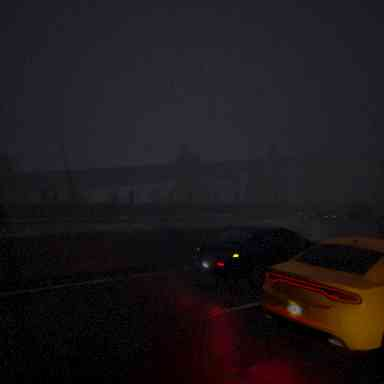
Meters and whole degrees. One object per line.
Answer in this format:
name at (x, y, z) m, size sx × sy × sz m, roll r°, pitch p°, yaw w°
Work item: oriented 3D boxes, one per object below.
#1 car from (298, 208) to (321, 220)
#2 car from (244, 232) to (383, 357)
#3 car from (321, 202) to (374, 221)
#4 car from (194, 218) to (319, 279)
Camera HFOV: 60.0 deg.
car at (13.271, 2.343, 34.815) m, size 4.718 × 1.301 × 1.895 m, roll 2°, pitch -1°, yaw -36°
car at (3.501, 1.606, 6.242) m, size 5.008 × 1.535 × 1.882 m, roll 2°, pitch -1°, yaw -35°
car at (15.211, 1.951, 31.902) m, size 5.566 × 2.045 × 2.150 m, roll 2°, pitch -1°, yaw -36°
car at (2.223, 1.679, 9.629) m, size 4.674 × 1.442 × 1.812 m, roll 2°, pitch -1°, yaw -35°
